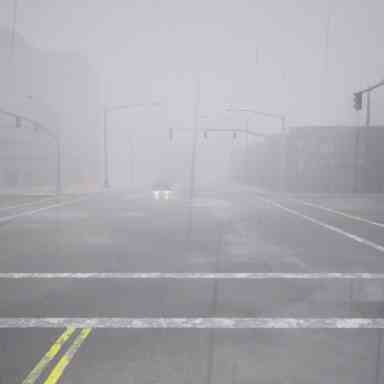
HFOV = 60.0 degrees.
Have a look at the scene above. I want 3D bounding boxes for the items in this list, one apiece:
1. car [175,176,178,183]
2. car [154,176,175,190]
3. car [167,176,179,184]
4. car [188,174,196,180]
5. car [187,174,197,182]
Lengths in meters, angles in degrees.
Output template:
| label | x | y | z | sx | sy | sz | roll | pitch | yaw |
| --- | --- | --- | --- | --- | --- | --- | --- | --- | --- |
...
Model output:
| label | x | y | z | sx | sy | sz | roll | pitch | yaw |
| --- | --- | --- | --- | --- | --- | --- | --- | --- | --- |
| car | -3.580 | -1.689 | 51.329 | 1.837 | 1.490 | 4.892 | 0 | 4 | 0 |
| car | -3.586 | -0.961 | 41.423 | 1.994 | 1.385 | 4.181 | 0 | 4 | 0 |
| car | -3.549 | -2.275 | 61.448 | 1.895 | 1.301 | 4.718 | 0 | 4 | 0 |
| car | 0.022 | -3.693 | 80.724 | 2.033 | 1.411 | 5.357 | 0 | 4 | 0 |
| car | 0.020 | -2.968 | 70.897 | 1.994 | 1.385 | 4.181 | 0 | 4 | 0 |
